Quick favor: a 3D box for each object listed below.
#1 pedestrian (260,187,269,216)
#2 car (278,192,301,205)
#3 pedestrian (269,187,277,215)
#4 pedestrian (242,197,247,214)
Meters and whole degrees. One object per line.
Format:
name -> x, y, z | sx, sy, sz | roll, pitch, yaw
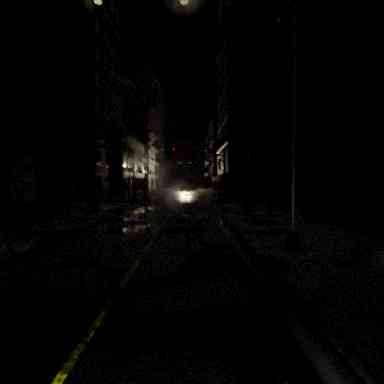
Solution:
pedestrian -> 4.545, 0.562, 21.188 | 0.375, 1.860, 0.375 | 0, 2, 0
car -> 11.506, 0.685, 36.023 | 4.206, 1.307, 1.802 | 1, 1, 0
pedestrian -> 5.234, 0.564, 21.791 | 0.375, 1.860, 0.375 | 0, 2, 0
pedestrian -> 3.540, 0.899, 22.396 | 0.500, 1.100, 0.500 | 0, 2, 0
